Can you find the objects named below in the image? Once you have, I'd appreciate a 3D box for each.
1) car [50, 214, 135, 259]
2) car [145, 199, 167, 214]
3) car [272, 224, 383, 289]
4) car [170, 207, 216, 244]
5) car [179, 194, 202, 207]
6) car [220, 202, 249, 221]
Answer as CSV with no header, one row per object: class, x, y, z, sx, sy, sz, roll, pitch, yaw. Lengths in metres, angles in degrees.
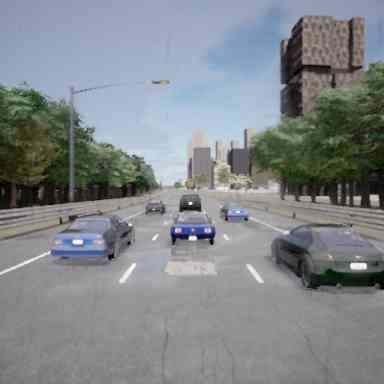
car,-3.444,1.546,12.499,2.033,1.411,5.357,0,0,0
car,-3.688,1.474,34.514,2.128,1.511,4.902,0,0,-1
car,3.571,1.561,9.152,1.994,1.385,4.181,0,0,0
car,0.021,1.597,15.799,1.895,1.301,4.718,0,0,0
car,-0.176,1.204,33.881,2.150,2.045,5.566,0,0,-1
car,3.416,1.535,27.349,2.033,1.411,5.357,0,0,-1
